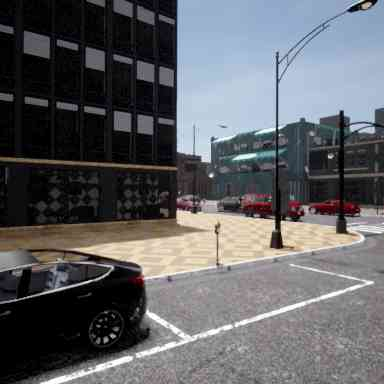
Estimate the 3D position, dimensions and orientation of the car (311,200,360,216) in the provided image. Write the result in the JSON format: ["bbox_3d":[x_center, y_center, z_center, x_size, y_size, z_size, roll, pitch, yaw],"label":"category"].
[{"bbox_3d":[12.589,1.370,29.729,1.887,1.381,4.507,1,0,-36],"label":"car"}]

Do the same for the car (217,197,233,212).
[{"bbox_3d":[4.398,1.229,31.093,1.837,1.490,4.892,0,0,-36],"label":"car"}]

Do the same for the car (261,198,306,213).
[{"bbox_3d":[9.310,1.339,34.200,1.802,1.307,4.206,1,0,-36],"label":"car"}]

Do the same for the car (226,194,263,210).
[{"bbox_3d":[6.032,1.129,38.675,1.967,1.590,4.097,1,0,-36],"label":"car"}]

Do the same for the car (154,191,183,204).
[{"bbox_3d":[-3.802,0.792,52.091,2.192,1.841,5.009,1,0,-36],"label":"car"}]

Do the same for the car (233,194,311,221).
[{"bbox_3d":[5.836,1.100,24.773,2.192,1.841,5.009,1,0,-36],"label":"car"}]

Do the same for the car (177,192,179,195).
[{"bbox_3d":[-0.528,1.100,47.619,2.008,1.369,4.403,1,0,-36],"label":"car"}]

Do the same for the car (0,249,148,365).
[{"bbox_3d":[-2.705,1.566,4.624,4.313,1.339,1.947,0,0,-35],"label":"car"}]

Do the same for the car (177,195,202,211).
[{"bbox_3d":[-0.728,1.230,33.719,1.802,1.307,4.206,1,0,-36],"label":"car"}]
